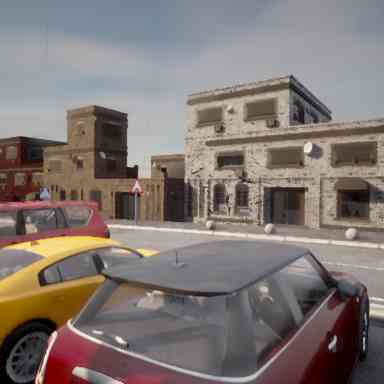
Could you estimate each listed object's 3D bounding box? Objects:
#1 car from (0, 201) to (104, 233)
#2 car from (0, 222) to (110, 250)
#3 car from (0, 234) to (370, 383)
[{"bbox_3d":[-4.279,1.253,7.146,2.435,2.045,5.566,-1,0,34],"label":"car"},{"bbox_3d":[-1.839,1.490,5.543,2.097,1.535,5.008,0,0,34],"label":"car"},{"bbox_3d":[0.669,1.350,3.834,2.185,1.767,4.553,0,0,34],"label":"car"}]
